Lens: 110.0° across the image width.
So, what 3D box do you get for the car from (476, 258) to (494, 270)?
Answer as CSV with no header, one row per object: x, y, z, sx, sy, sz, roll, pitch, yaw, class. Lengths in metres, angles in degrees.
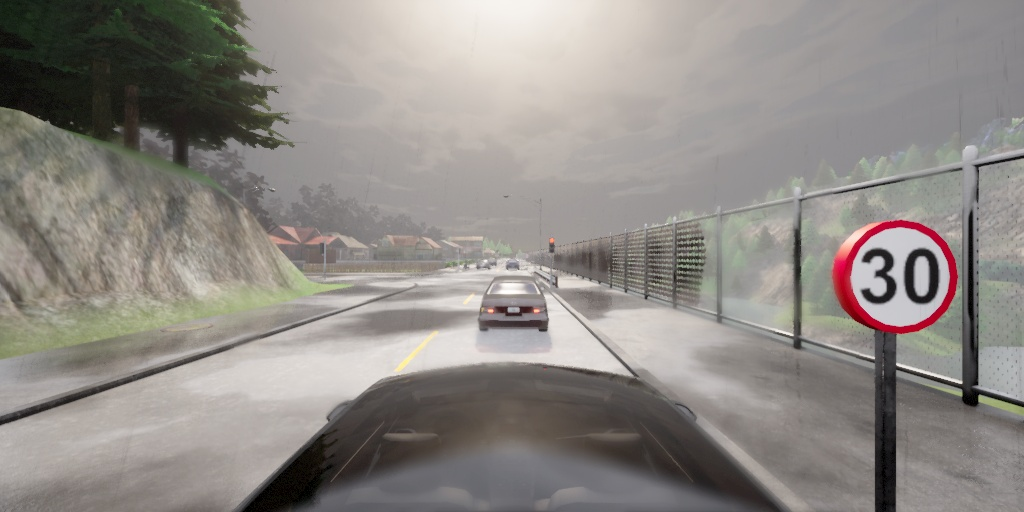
-4.071,1.238,51.180,2.128,1.511,4.902,0,0,0,car

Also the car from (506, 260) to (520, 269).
0.110,1.272,54.227,1.812,1.442,4.674,0,0,0,car

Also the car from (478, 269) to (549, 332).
0.052,1.297,10.835,2.033,1.411,5.357,0,0,0,car
